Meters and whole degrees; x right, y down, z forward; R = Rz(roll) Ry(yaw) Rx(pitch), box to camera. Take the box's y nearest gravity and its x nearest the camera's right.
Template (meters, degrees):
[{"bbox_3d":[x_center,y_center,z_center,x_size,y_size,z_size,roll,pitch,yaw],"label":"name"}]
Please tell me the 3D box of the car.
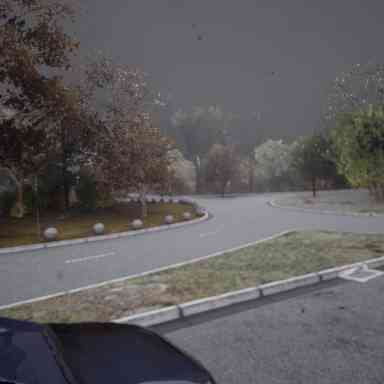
[{"bbox_3d":[-1.726,1.565,2.080,4.181,1.385,1.994,0,0,-34],"label":"car"}]
